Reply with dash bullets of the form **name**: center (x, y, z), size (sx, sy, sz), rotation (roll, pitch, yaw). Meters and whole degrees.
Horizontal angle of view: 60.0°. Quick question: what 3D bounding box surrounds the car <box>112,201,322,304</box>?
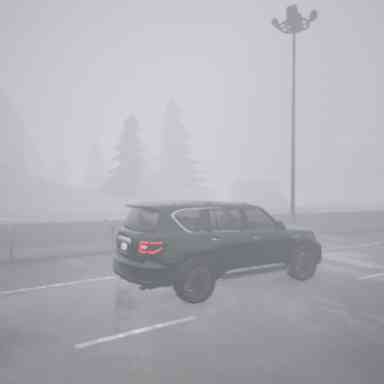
- **car**: center (0.832, 1.244, 8.380), size (5.566, 2.045, 2.150), rotation (1, 0, -33)
